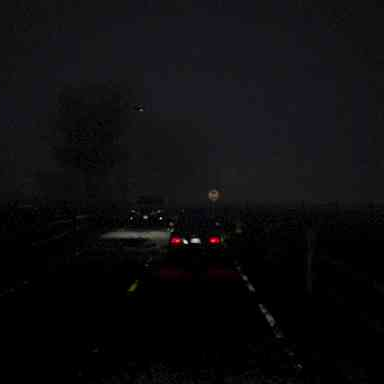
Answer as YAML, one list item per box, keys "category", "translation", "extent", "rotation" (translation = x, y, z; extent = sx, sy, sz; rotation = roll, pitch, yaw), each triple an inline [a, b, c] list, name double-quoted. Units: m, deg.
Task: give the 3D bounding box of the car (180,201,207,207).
- category: "car"
  translation: [0.094, 1.444, 25.140]
  extent: [1.882, 1.535, 5.008]
  rotation: [0, 0, 0]

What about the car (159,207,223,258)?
- category: "car"
  translation: [0.102, 1.531, 12.679]
  extent: [2.033, 1.411, 5.357]
  rotation: [0, 0, 0]

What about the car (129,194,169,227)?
- category: "car"
  translation: [-2.807, 1.193, 23.032]
  extent: [2.150, 2.045, 5.566]
  rotation: [0, 0, 1]

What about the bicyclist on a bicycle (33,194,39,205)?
- category: "bicyclist on a bicycle"
  translation: [-22.001, 1.065, 46.934]
  extent: [0.582, 1.620, 1.656]
  rotation: [1, 0, 2]
